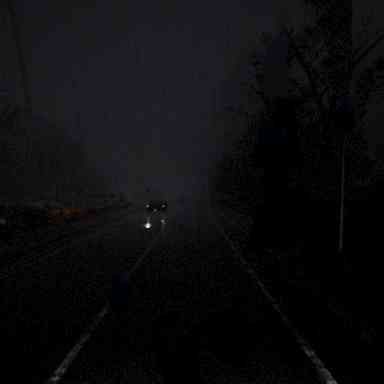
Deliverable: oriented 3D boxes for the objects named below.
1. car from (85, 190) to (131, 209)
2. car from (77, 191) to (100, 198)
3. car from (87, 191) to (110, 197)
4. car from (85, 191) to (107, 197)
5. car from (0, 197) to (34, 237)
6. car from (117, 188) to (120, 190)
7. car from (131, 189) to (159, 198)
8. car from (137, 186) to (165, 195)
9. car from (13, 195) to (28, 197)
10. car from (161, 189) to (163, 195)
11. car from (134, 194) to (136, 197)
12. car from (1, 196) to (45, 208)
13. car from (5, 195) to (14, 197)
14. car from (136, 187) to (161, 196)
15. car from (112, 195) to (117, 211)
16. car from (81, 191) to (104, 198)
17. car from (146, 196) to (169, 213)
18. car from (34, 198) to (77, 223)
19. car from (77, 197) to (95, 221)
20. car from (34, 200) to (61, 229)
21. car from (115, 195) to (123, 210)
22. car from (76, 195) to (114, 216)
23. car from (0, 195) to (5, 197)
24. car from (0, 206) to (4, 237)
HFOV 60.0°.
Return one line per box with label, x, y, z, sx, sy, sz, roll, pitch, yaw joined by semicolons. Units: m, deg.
car;-10.221;1.086;37.625;5.566;2.045;2.435;0;0;0
car;-23.463;0.577;75.614;4.674;1.452;2.002;0;0;0
car;-23.622;0.448;84.103;5.366;1.575;1.946;0;1;0
car;-23.473;0.518;81.311;4.792;1.488;2.163;0;1;0
car;-10.267;1.245;15.423;4.553;1.767;2.185;0;0;0
car;-23.408;0.281;92.343;5.008;1.535;2.097;0;1;0
car;-10.358;0.589;72.987;4.792;1.488;2.163;0;0;0
car;-10.385;0.202;84.126;5.566;2.045;2.435;0;1;0
car;-23.238;1.365;40.433;4.792;1.488;2.163;0;0;0
car;-10.359;0.491;81.336;5.008;1.535;2.097;0;1;0
car;-10.153;1.368;43.177;4.792;1.488;2.163;0;0;0
car;-23.251;1.336;45.850;5.008;1.535;2.097;0;0;0
car;-23.270;1.375;37.663;4.674;1.452;2.002;0;0;0
car;-10.403;0.393;78.556;4.553;1.767;2.185;0;1;0
car;-10.210;1.337;32.072;4.892;1.521;2.231;0;0;0
car;-23.455;0.557;78.399;4.674;1.452;2.002;0;0;0
car;-3.398;1.390;33.134;1.895;1.301;4.718;0;0;0
car;-10.411;1.339;20.971;5.366;1.575;1.946;0;0;0
car;-10.035;1.334;23.623;5.366;1.575;1.946;0;0;0
car;-10.225;1.354;18.203;4.892;1.521;2.231;0;0;0
car;-10.384;1.333;34.849;5.366;1.575;1.946;0;0;0
car;-10.024;1.332;29.296;5.366;1.575;1.946;0;0;0
car;-23.092;1.331;34.892;5.366;1.575;1.946;0;0;0
car;-10.271;1.421;12.651;4.792;1.488;2.163;0;0;0
